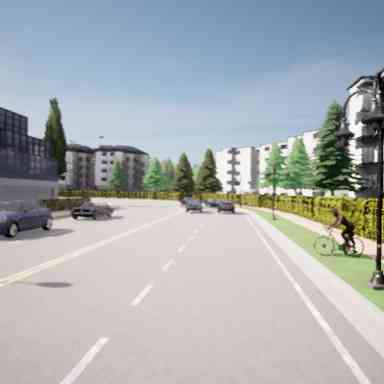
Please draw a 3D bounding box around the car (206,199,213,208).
[{"bbox_3d":[3.046,1.666,48.589,1.895,1.301,4.718,1,0,-11],"label":"car"}]

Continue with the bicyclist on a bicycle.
[{"bbox_3d":[5.029,1.403,11.364,1.656,1.620,0.582,1,0,6],"label":"bicyclist on a bicycle"}]

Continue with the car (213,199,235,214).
[{"bbox_3d":[3.754,1.571,37.162,2.128,1.511,4.902,1,0,2],"label":"car"}]

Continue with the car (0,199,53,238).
[{"bbox_3d":[-8.913,1.173,16.542,2.097,1.767,4.553,1,0,6],"label":"car"}]

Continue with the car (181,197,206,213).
[{"bbox_3d":[0.288,1.556,37.514,2.033,1.411,5.357,1,0,2],"label":"car"}]

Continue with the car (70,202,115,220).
[{"bbox_3d":[-7.806,1.444,26.446,1.895,1.301,4.718,1,0,6],"label":"car"}]
